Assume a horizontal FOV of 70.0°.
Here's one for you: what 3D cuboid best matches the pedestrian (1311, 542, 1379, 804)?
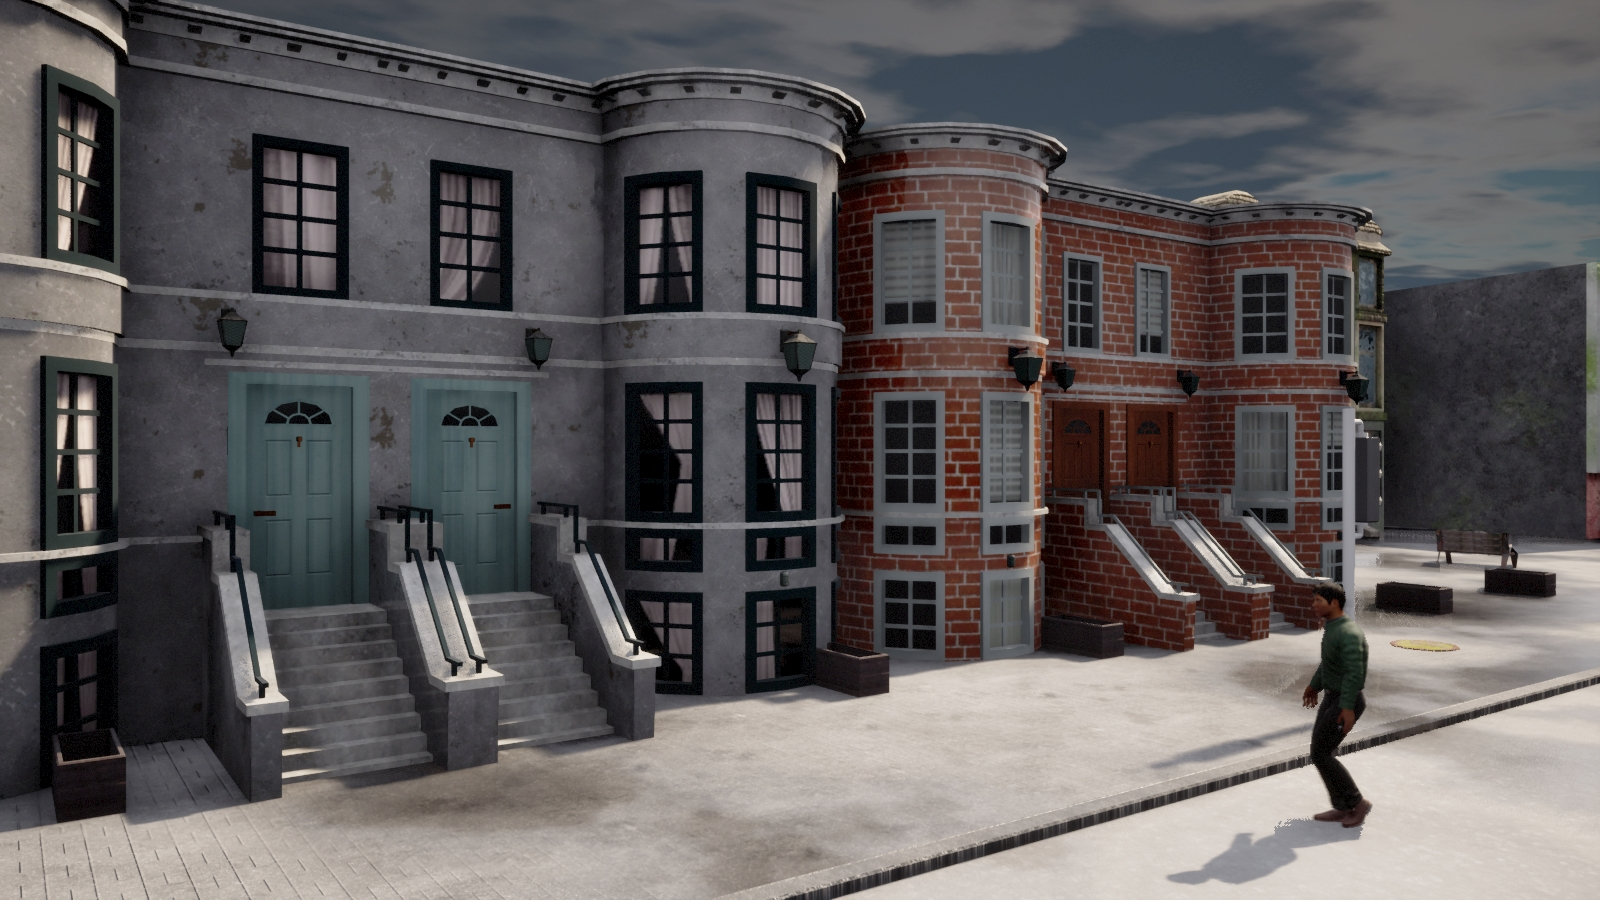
[{"bbox_3d":[4.040,1.629,8.479,0.375,1.860,0.375,0,0,11],"label":"pedestrian"}]
